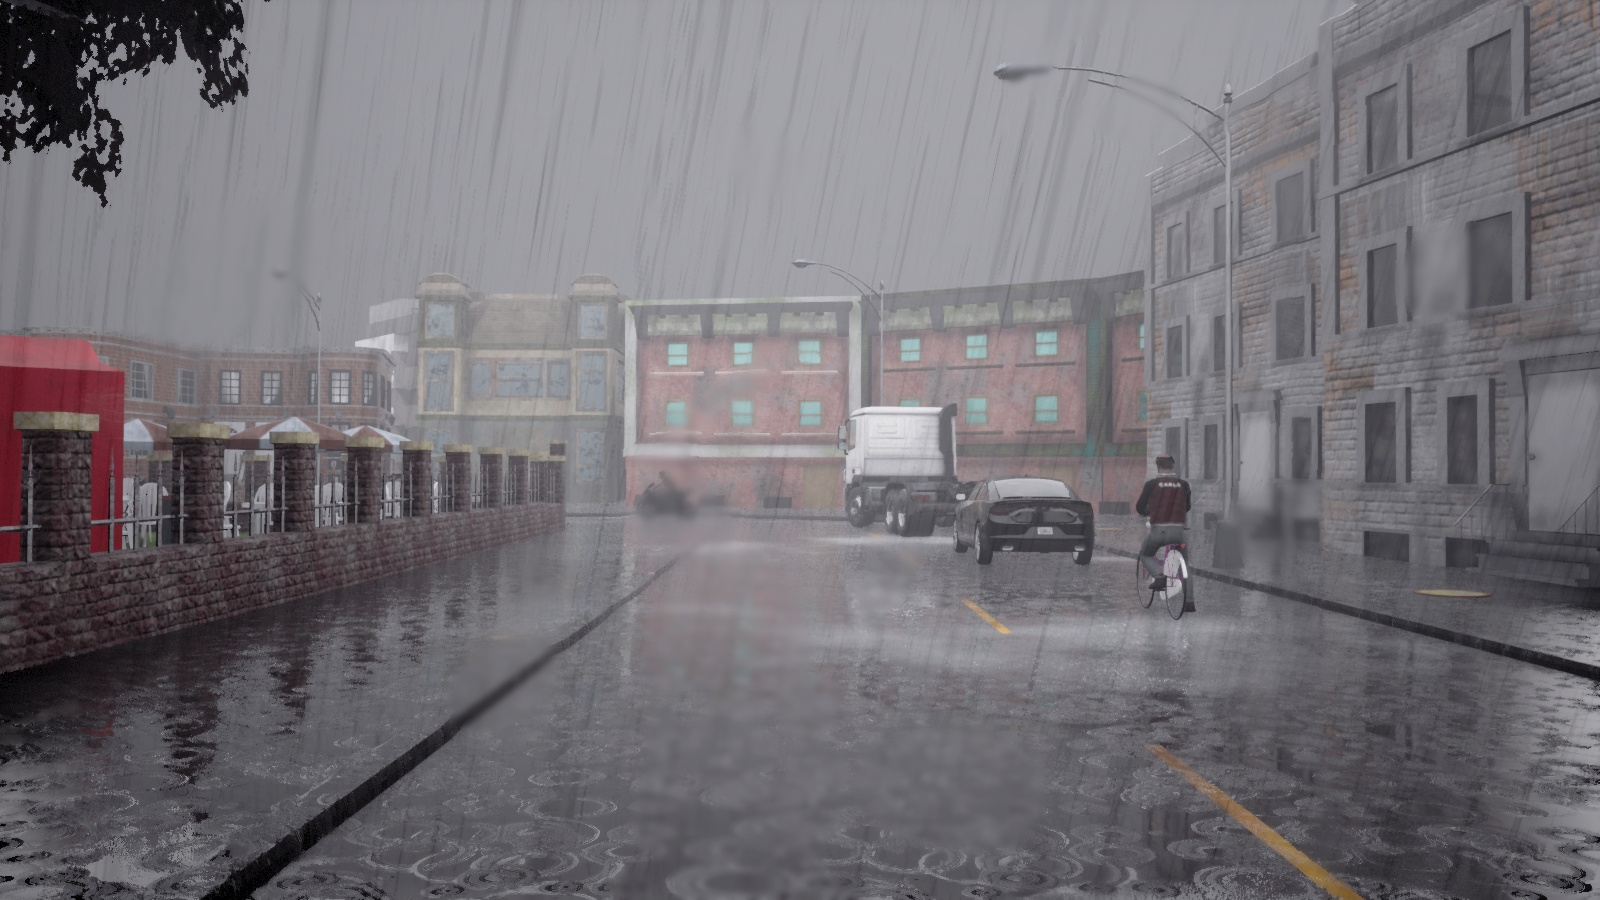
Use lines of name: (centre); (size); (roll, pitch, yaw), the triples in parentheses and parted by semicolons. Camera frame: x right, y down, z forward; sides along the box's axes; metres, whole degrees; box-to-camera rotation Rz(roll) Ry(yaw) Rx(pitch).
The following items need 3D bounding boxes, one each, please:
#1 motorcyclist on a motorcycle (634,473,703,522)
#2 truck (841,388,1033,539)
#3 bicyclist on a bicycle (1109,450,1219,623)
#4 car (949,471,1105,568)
motorcyclist on a motorcycle: (-4.164, 1.482, 39.784); (2.044, 1.523, 0.797); (-1, -1, 17)
truck: (3.311, 0.372, 32.900); (2.891, 3.462, 7.936); (0, -1, -10)
bicyclist on a bicycle: (3.961, 0.901, 13.814); (0.659, 1.776, 1.843); (0, -1, 0)
car: (3.937, 1.156, 22.649); (1.882, 1.535, 5.008); (0, -1, 0)
